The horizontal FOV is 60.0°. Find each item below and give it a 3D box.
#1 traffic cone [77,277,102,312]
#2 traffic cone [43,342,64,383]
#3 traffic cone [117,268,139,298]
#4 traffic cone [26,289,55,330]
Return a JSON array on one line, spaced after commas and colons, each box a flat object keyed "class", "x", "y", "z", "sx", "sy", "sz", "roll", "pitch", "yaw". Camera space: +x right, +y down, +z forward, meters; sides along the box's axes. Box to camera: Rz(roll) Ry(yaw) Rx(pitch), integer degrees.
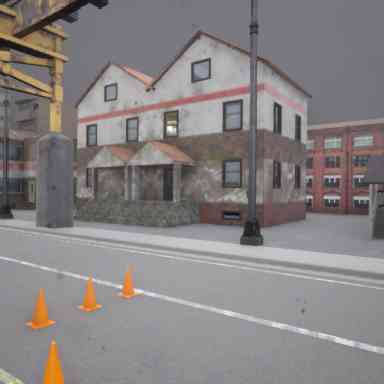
[{"class": "traffic cone", "x": -1.978, "y": 1.949, "z": 6.452, "sx": 0.340, "sy": 0.580, "sz": 0.340, "roll": 0, "pitch": 0, "yaw": 36}, {"class": "traffic cone", "x": -1.526, "y": 1.952, "z": 3.660, "sx": 0.340, "sy": 0.580, "sz": 0.340, "roll": 0, "pitch": 0, "yaw": 36}, {"class": "traffic cone", "x": -1.393, "y": 1.949, "z": 7.263, "sx": 0.340, "sy": 0.580, "sz": 0.340, "roll": 0, "pitch": 0, "yaw": 36}, {"class": "traffic cone", "x": -2.563, "y": 1.949, "z": 5.641, "sx": 0.340, "sy": 0.580, "sz": 0.340, "roll": 0, "pitch": 0, "yaw": 36}]
